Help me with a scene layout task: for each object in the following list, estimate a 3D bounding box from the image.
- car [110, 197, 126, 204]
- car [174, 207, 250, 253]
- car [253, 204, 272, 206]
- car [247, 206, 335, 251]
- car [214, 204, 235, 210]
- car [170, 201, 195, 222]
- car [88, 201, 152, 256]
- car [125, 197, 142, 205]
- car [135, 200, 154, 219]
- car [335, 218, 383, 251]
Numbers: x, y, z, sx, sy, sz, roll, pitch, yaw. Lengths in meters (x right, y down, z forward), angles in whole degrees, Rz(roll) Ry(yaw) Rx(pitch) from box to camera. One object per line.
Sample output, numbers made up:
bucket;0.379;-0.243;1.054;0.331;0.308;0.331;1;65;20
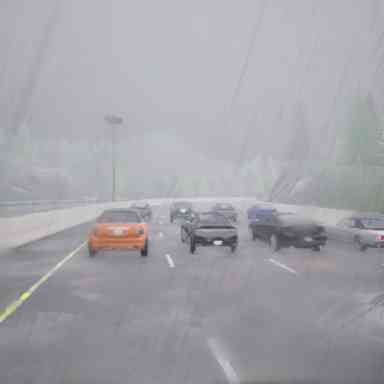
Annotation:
car;-16.156;1.862;72.951;1.882;1.535;5.008;1;0;8
car;0.603;1.611;14.303;2.128;1.511;4.902;1;0;-8
car;6.142;1.775;29.208;1.882;1.535;5.008;1;0;-3
car;4.048;1.640;14.972;1.882;1.535;5.008;1;0;-7
car;2.656;1.747;28.787;2.128;1.511;4.902;1;0;-3
car;-0.825;1.562;28.350;2.097;1.767;4.553;1;-1;-4
car;-2.835;1.425;13.600;2.097;1.767;4.553;1;-1;-8
car;-12.722;1.943;72.274;2.128;1.511;4.902;1;0;8
car;-4.329;1.665;28.336;2.128;1.511;4.902;1;0;-3
car;7.553;1.804;15.092;1.895;1.301;4.718;1;0;-8
